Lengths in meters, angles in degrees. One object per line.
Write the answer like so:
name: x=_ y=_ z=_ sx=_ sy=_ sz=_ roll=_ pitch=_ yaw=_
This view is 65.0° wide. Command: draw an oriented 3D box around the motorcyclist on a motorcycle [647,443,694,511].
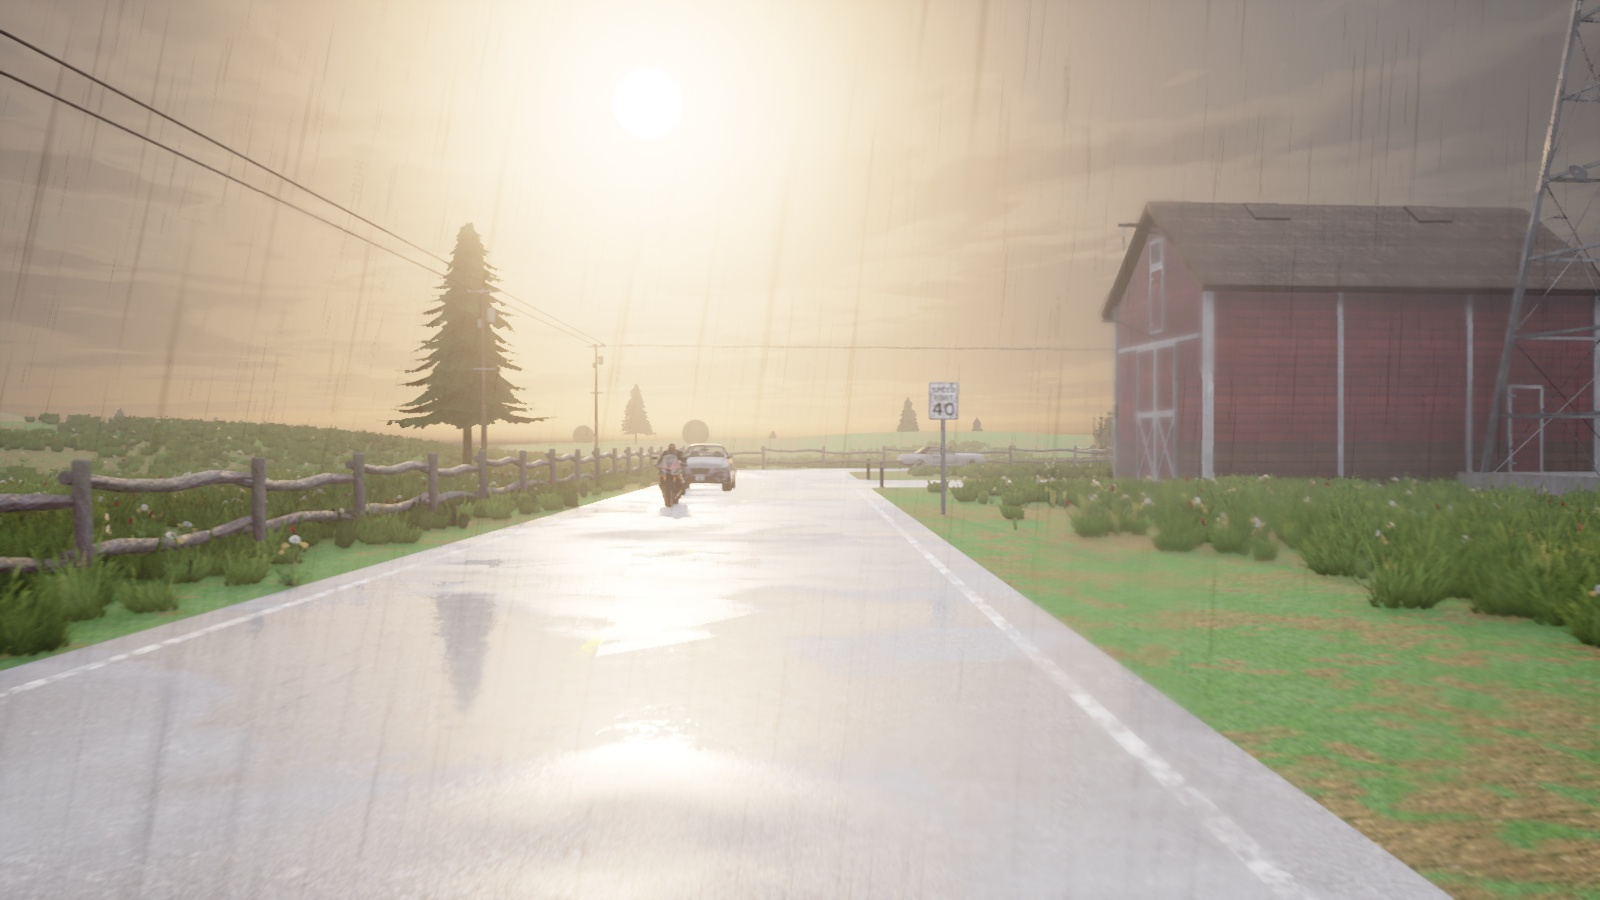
motorcyclist on a motorcycle: x=-3.038 y=0.612 z=29.689 sx=0.866 sy=1.530 sz=2.191 roll=0 pitch=0 yaw=0

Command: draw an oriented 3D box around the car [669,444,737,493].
car: x=-2.990 y=0.536 z=39.481 sx=1.816 sy=1.474 sz=4.193 roll=0 pitch=0 yaw=0

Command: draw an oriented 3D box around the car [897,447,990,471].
car: x=7.791 y=0.468 z=68.437 sx=4.718 sy=1.301 sz=1.895 roll=0 pitch=0 yaw=-4
